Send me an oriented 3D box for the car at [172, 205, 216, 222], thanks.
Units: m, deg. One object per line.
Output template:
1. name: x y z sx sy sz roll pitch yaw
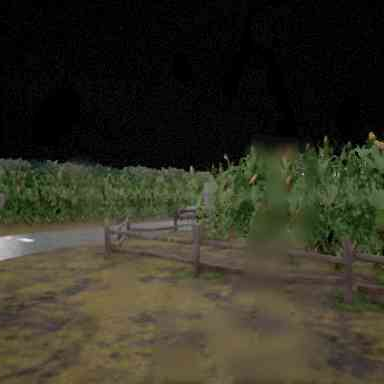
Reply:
1. car: 0.481 1.848 29.721 2.033 1.411 5.357 -1 -2 36
